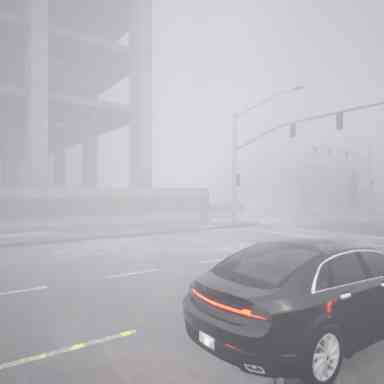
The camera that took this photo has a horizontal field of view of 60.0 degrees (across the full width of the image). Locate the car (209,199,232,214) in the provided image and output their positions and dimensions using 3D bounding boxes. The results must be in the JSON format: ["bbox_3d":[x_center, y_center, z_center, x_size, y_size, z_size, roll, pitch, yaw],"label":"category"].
[{"bbox_3d":[1.925,1.585,34.859,1.895,1.301,4.718,0,0,-36],"label":"car"}]

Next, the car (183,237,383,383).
[{"bbox_3d":[2.160,1.501,5.329,4.892,1.490,1.837,0,0,-35],"label":"car"}]

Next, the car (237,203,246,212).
[{"bbox_3d":[4.057,1.509,37.883,1.812,1.442,4.674,0,1,-36],"label":"car"}]
